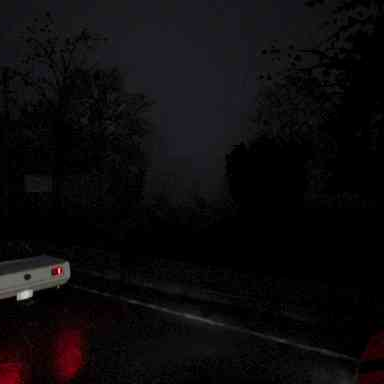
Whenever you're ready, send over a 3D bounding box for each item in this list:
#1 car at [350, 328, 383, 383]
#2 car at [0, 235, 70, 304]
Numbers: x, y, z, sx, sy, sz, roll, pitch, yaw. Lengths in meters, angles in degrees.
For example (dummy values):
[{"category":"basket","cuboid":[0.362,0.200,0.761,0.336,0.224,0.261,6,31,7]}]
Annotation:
[{"category":"car","cuboid":[3.269,1.343,1.695,4.553,1.767,2.097,0,0,35]},{"category":"car","cuboid":[-4.918,1.640,7.494,4.718,1.301,1.895,0,0,36]}]
